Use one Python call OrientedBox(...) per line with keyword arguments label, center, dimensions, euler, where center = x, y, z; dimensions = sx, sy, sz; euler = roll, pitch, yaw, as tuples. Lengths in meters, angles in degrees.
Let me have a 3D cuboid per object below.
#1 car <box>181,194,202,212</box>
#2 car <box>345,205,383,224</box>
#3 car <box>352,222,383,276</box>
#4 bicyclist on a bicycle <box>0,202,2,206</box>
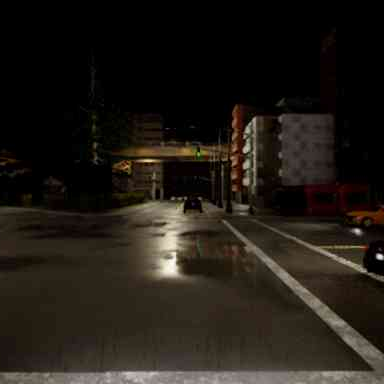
OrientedBox(label="car", center=(0.086, 1.384, 39.385), dimensions=(2.097, 1.767, 4.553), euler=(0, 0, 0))
OrientedBox(label="car", center=(13.126, 1.605, 22.738), dimensions=(5.008, 1.535, 1.882), euler=(1, 0, 0))
OrientedBox(label="car", center=(6.737, 1.619, 8.573), dimensions=(4.181, 1.385, 1.994), euler=(0, 0, -6))
OrientedBox(label="bicyclist on a bicycle", center=(-29.354, 1.341, 49.673), dimensions=(0.582, 1.620, 1.656), euler=(0, 0, 44))
